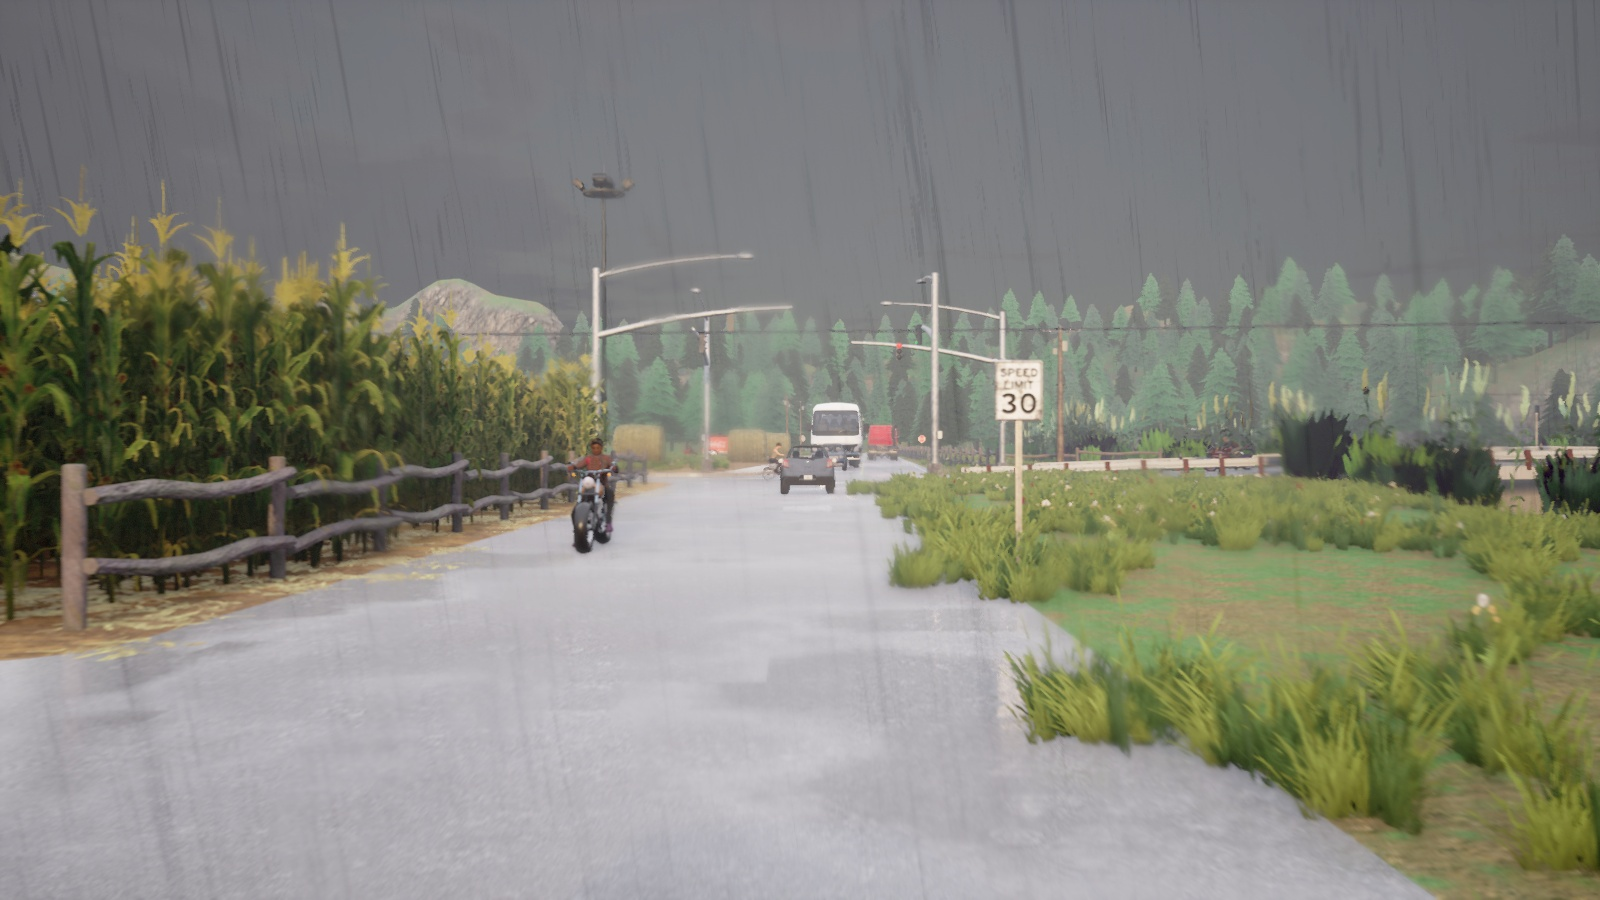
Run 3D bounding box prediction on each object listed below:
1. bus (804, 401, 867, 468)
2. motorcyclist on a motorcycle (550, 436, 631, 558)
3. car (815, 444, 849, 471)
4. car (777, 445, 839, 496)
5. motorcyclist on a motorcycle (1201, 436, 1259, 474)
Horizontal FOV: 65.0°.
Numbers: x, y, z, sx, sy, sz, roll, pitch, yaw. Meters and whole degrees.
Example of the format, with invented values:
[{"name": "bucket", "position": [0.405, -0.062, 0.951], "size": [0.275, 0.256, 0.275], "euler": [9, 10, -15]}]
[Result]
[{"name": "bus", "position": [2.513, -0.988, 84.094], "size": [3.944, 4.253, 10.273], "euler": [0, 0, 3]}, {"name": "motorcyclist on a motorcycle", "position": [-2.981, 0.625, 18.130], "size": [0.766, 1.649, 2.350], "euler": [0, 0, 0]}, {"name": "car", "position": [1.848, 0.414, 71.810], "size": [1.789, 1.549, 3.705], "euler": [0, 0, 3]}, {"name": "car", "position": [0.239, 0.610, 38.996], "size": [1.845, 1.501, 3.633], "euler": [0, 0, 0]}, {"name": "motorcyclist on a motorcycle", "position": [18.753, 0.214, 54.790], "size": [2.191, 1.530, 0.866], "euler": [-3, 0, 6]}]
